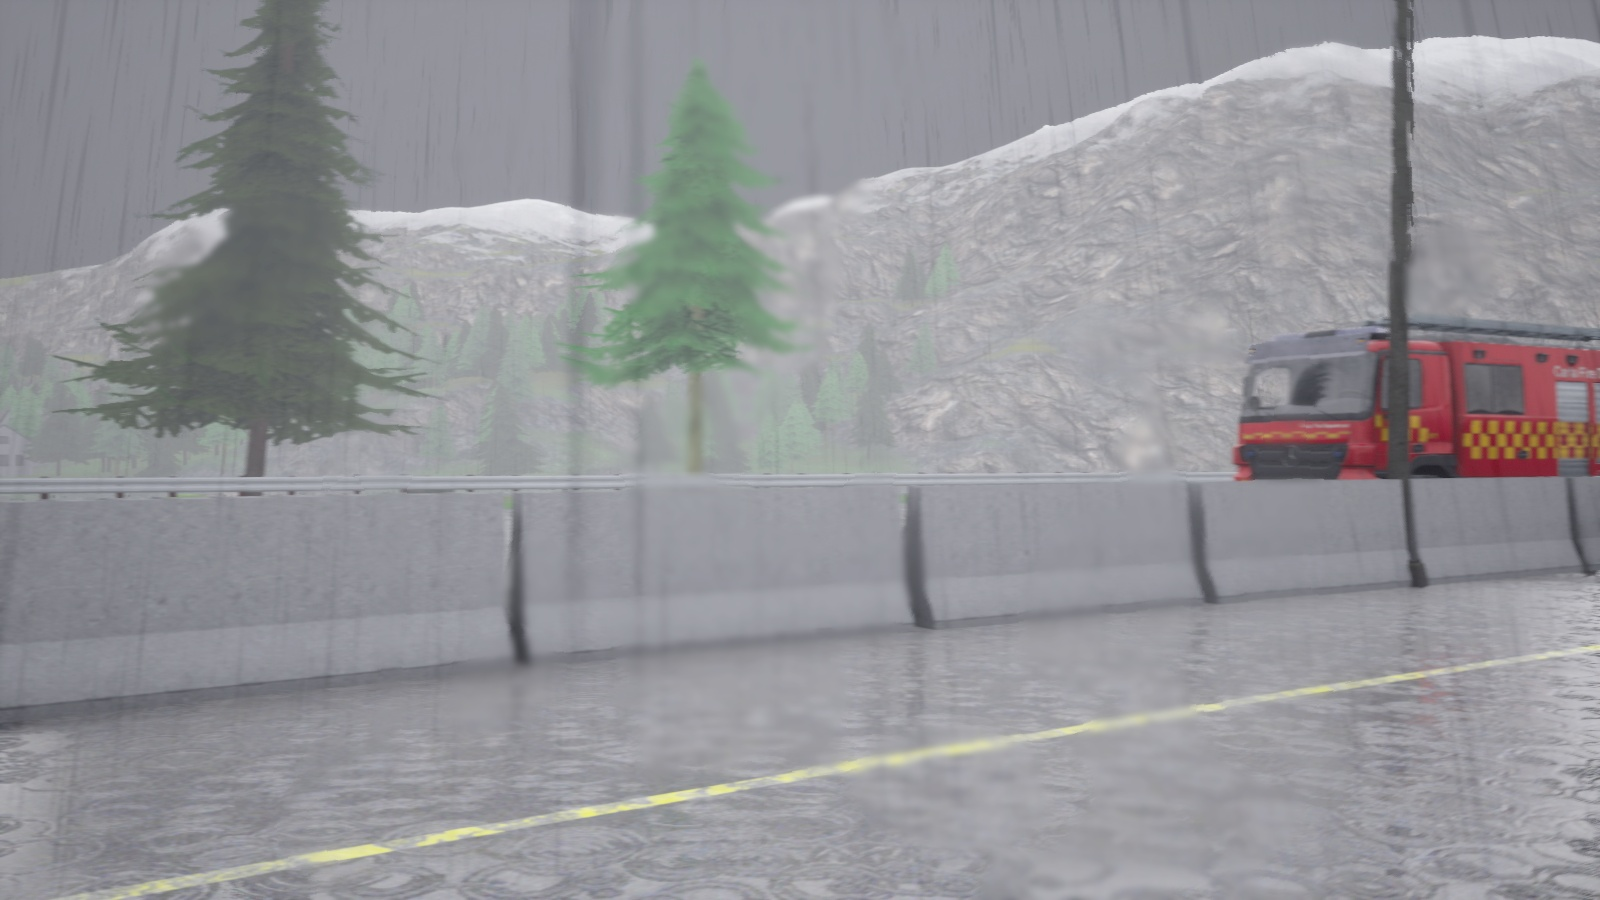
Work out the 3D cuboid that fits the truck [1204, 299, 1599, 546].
[{"bbox_3d":[11.520,-0.419,22.663,8.468,3.827,2.891,0,0,-27],"label":"truck"}]
